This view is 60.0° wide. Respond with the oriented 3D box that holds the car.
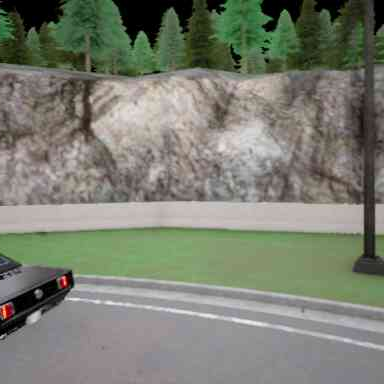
[{"bbox_3d":[-4.434,1.524,5.144,4.718,1.301,1.895,-1,1,11],"label":"car"}]
